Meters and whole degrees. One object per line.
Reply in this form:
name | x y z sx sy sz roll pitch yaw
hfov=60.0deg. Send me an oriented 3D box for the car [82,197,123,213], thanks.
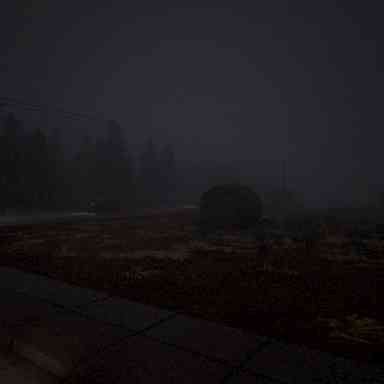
car | -9.956 1.369 37.220 2.097 1.767 4.553 0 0 37
